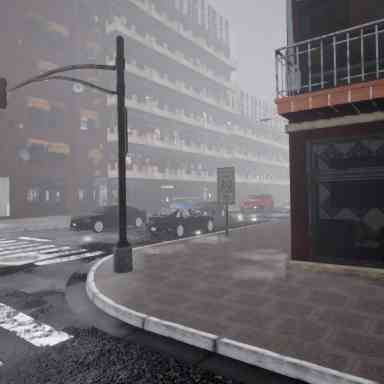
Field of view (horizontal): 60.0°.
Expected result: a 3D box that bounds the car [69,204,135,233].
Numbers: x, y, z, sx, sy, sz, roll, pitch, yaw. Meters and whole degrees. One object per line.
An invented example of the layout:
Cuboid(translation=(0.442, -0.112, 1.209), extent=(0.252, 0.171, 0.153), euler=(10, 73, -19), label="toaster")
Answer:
Cuboid(translation=(-4.882, 1.475, 19.919), extent=(1.882, 1.535, 5.008), euler=(-1, -1, 36), label="car")

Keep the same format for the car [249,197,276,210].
Cuboid(translation=(9.327, 1.431, 44.014), extent=(1.967, 1.590, 4.097), euler=(-1, -1, 36), label="car")

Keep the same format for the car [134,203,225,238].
Cuboid(translation=(-0.470, 1.435, 16.778), extent=(2.008, 1.369, 4.403), euler=(-1, -1, 36), label="car")

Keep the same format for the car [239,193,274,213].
Cuboid(translation=(7.252, 1.174, 36.875), extent=(2.150, 2.045, 5.566), euler=(-1, -1, 36), label="car")

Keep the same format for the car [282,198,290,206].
Cuboid(translation=(15.713, 1.496, 52.935), extent=(1.752, 1.417, 4.829), euler=(-1, -1, 36), label="car")

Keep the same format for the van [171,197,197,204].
Cuboid(translation=(-0.399, 1.365, 30.424), extent=(1.690, 1.788, 3.998), euler=(-1, -1, 36), label="van")

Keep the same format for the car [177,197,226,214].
Cuboid(translation=(1.167, 1.478, 28.368), extent=(1.837, 1.490, 4.892), euler=(-1, -1, 35), label="car")
